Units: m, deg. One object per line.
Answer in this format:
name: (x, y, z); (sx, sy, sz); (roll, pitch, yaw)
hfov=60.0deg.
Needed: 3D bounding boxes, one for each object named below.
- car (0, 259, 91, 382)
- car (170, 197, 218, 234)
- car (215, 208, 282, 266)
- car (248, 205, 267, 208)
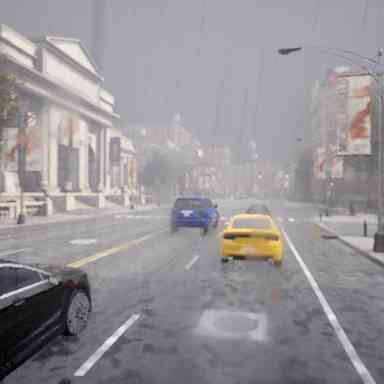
car: (-2.866, 1.498, 3.899); (2.128, 1.511, 4.902); (0, 0, 7)
car: (0.269, 1.324, 20.198); (2.150, 2.045, 5.566); (0, 0, 12)
car: (2.165, 1.550, 12.027); (1.882, 1.535, 5.008); (0, -1, 11)
car: (5.254, 1.723, 26.306); (1.994, 1.385, 4.181); (0, 0, 15)
